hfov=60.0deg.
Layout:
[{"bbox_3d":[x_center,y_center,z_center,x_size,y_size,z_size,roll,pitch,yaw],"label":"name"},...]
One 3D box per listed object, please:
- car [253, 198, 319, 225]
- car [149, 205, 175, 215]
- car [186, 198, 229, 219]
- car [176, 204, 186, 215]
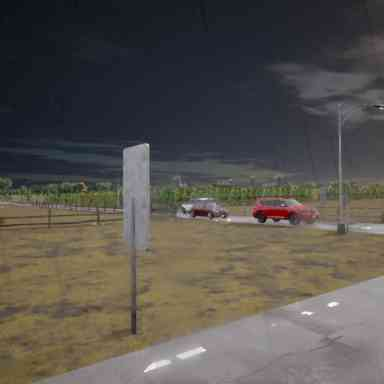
[{"bbox_3d":[7.446,1.516,26.990,2.150,2.045,5.566,0,-1,-36],"label":"car"},{"bbox_3d":[-3.818,2.268,42.617,1.895,1.301,4.718,0,-1,-36],"label":"car"},{"bbox_3d":[1.773,1.833,34.862,2.097,1.767,4.553,0,-1,-36],"label":"car"},{"bbox_3d":[0.720,1.812,41.354,2.150,2.045,5.566,0,-1,-36],"label":"car"}]
